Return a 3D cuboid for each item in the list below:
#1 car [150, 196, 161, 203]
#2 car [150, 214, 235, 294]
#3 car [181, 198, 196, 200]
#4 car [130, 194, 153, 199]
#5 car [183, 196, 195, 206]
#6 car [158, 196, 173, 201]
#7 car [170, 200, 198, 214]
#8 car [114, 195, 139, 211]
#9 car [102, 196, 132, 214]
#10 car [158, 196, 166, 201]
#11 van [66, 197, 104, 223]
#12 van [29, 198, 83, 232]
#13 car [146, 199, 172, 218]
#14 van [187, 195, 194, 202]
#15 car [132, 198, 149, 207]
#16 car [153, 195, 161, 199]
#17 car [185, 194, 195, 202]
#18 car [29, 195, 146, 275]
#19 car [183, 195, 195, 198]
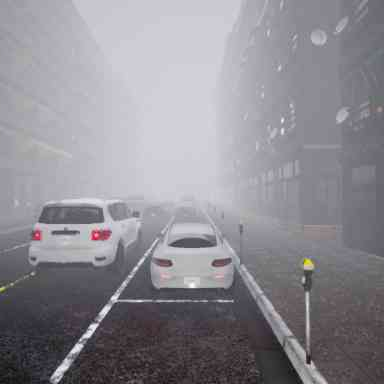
[{"bbox_3d":[-8.320,1.725,76.059,1.887,1.381,4.507,1,0,0],"label":"car"},{"bbox_3d":[0.003,1.531,8.653,1.812,1.442,4.674,0,0,0],"label":"car"},{"bbox_3d":[-0.437,1.583,31.754,1.887,1.381,4.507,1,0,0],"label":"car"},{"bbox_3d":[-5.858,1.266,35.198,2.150,2.045,5.566,0,0,0],"label":"car"},{"bbox_3d":[-0.471,1.553,59.411,1.967,1.590,4.097,1,0,0],"label":"car"},{"bbox_3d":[-2.933,1.627,42.540,1.994,1.385,4.181,0,0,0],"label":"car"},{"bbox_3d":[-0.437,1.572,26.224,1.887,1.381,4.507,1,0,0],"label":"car"},{"bbox_3d":[-8.312,1.379,42.876,2.192,1.841,5.009,1,0,0],"label":"car"},{"bbox_3d":[-8.312,1.366,37.346,2.192,1.841,5.009,1,0,0],"label":"car"},{"bbox_3d":[-8.322,1.847,92.652,1.802,1.307,4.206,1,0,0],"label":"car"},{"bbox_3d":[-8.313,1.368,26.285,1.690,1.788,3.998,1,0,0],"label":"van"},{"bbox_3d":[-8.311,1.359,20.753,1.690,1.788,3.998,2,0,0],"label":"van"},{"bbox_3d":[-2.934,1.555,27.495,1.812,1.442,4.674,0,0,0],"label":"car"},{"bbox_3d":[-0.470,1.576,87.068,1.690,1.788,3.998,1,0,0],"label":"van"},{"bbox_3d":[-8.319,1.660,53.938,1.947,1.339,4.313,1,0,0],"label":"car"},{"bbox_3d":[-8.314,1.471,70.528,2.192,1.841,5.009,1,0,0],"label":"car"},{"bbox_3d":[-0.469,1.521,81.536,2.192,1.841,5.009,1,0,0],"label":"car"},{"bbox_3d":[-3.021,1.227,10.619,2.150,2.045,5.566,0,0,0],"label":"car"},{"bbox_3d":[-0.427,1.490,37.286,1.967,1.590,4.097,1,0,0],"label":"car"}]
